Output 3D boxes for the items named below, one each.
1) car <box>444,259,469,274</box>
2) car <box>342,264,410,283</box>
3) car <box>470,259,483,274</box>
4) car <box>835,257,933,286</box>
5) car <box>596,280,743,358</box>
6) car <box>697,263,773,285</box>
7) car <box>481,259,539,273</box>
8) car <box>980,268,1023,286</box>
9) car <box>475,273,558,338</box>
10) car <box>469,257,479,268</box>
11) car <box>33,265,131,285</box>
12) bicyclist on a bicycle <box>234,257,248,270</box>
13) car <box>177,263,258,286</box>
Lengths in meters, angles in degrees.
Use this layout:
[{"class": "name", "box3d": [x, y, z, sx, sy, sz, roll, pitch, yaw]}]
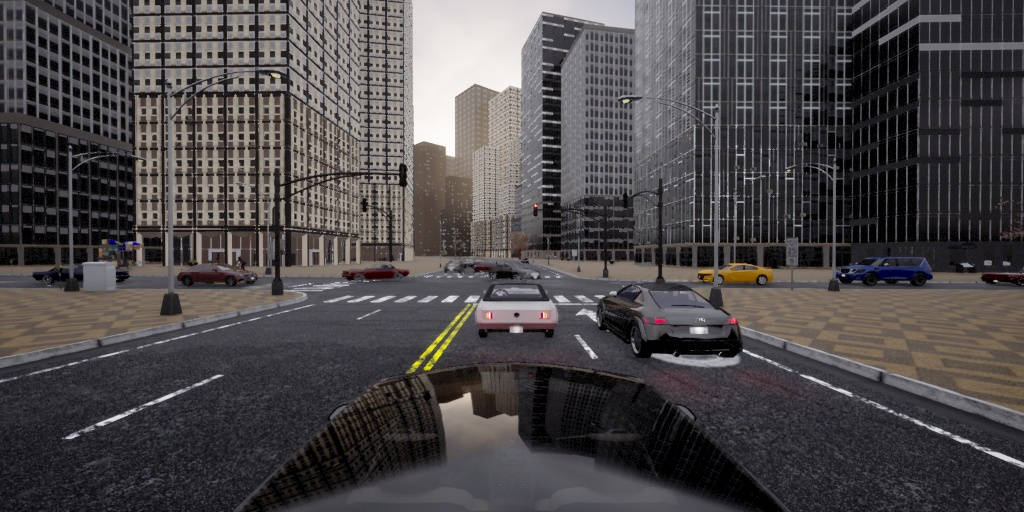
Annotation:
[{"class": "car", "box3d": [-6.587, 1.211, 41.271, 2.128, 1.511, 4.902, 0, 0, 0]}, {"class": "car", "box3d": [-10.480, 1.276, 27.695, 4.718, 1.301, 1.895, 0, 1, -40]}, {"class": "car", "box3d": [-3.338, 1.320, 41.183, 1.895, 1.301, 4.718, 0, 0, 0]}, {"class": "car", "box3d": [26.982, 1.077, 26.115, 5.566, 2.045, 2.150, 0, 0, 2]}, {"class": "car", "box3d": [3.356, 1.312, 8.470, 1.994, 1.385, 4.181, 0, 0, 0]}, {"class": "car", "box3d": [16.316, 1.285, 26.346, 5.008, 1.535, 1.882, 0, 0, 1]}, {"class": "car", "box3d": [0.104, 1.220, 27.339, 2.128, 1.511, 4.902, -1, 1, -39]}, {"class": "car", "box3d": [37.216, 1.503, 25.892, 4.718, 1.301, 1.895, 0, 0, 1]}, {"class": "car", "box3d": [0.101, 1.348, 10.183, 1.895, 1.301, 4.718, 0, 0, 0]}, {"class": "car", "box3d": [-6.588, 1.170, 55.148, 1.882, 1.535, 5.008, 0, 0, 0]}, {"class": "car", "box3d": [-28.644, 1.225, 24.000, 4.718, 1.301, 1.895, 0, 0, 1]}, {"class": "bicyclist on a bicycle", "box3d": [-24.699, 0.871, 32.632, 0.582, 1.620, 1.656, 0, 1, 1]}, {"class": "car", "box3d": [-19.480, 1.193, 23.767, 4.674, 1.442, 1.812, 0, 0, 1]}]
